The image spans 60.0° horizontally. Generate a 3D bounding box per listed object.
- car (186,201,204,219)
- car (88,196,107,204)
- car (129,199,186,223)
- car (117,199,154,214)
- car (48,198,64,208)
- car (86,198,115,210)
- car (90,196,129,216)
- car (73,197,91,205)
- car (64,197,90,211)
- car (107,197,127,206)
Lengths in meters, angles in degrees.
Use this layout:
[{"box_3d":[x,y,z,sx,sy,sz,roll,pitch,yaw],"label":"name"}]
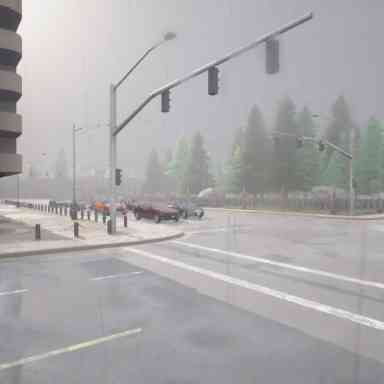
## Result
[{"box_3d":[-0.891,1.547,29.735,2.128,1.511,4.902,0,0,-36],"label":"car"},{"box_3d":[-18.755,1.547,66.031,2.128,1.511,4.902,0,0,-36],"label":"car"},{"box_3d":[-2.876,1.533,26.530,1.882,1.535,5.008,0,0,-36],"label":"car"},{"box_3d":[-6.407,1.547,37.203,2.128,1.511,4.902,0,0,-36],"label":"car"},{"box_3d":[-20.040,1.603,49.838,2.033,1.411,5.357,0,0,-36],"label":"car"},{"box_3d":[-12.572,1.603,45.560,2.033,1.411,5.357,0,0,-36],"label":"car"},{"box_3d":[-8.343,1.407,33.925,2.097,1.767,4.553,0,0,-36],"label":"car"},{"box_3d":[-20.823,1.656,62.939,1.895,1.301,4.718,0,0,-36],"label":"car"},{"box_3d":[-13.770,1.547,41.287,2.128,1.511,4.902,0,0,-36],"label":"car"},{"box_3d":[-13.245,1.581,58.590,1.812,1.442,4.674,0,0,-36],"label":"car"}]
